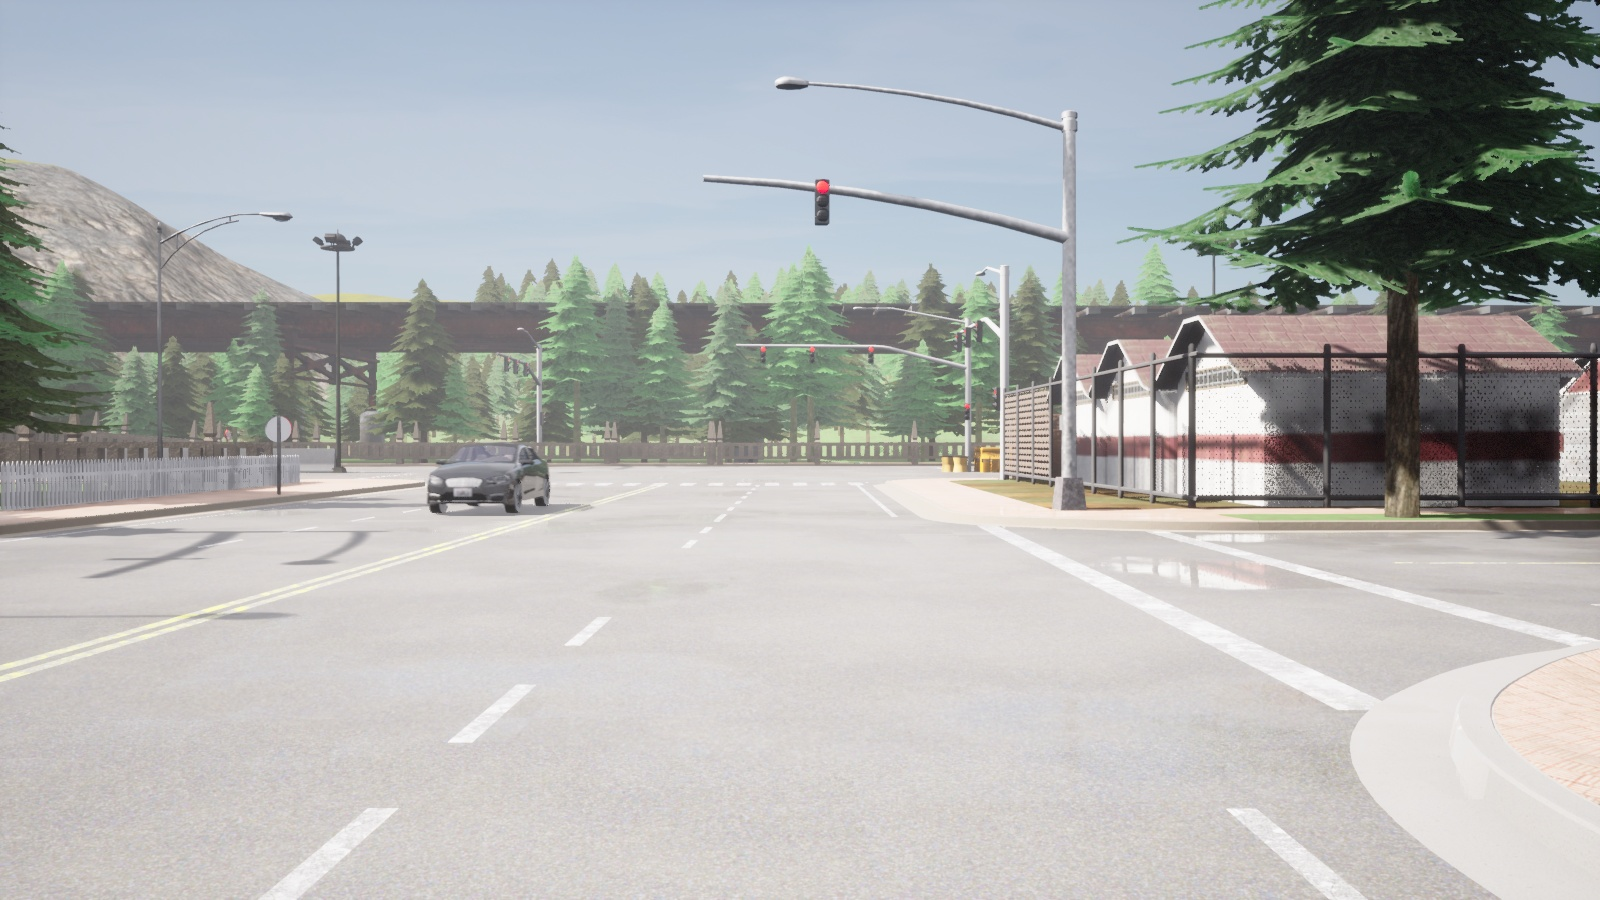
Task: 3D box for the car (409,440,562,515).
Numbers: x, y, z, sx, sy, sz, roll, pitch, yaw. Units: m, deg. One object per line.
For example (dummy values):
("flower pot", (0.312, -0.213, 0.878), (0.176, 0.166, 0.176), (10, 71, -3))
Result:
("car", (-6.822, 0.540, 27.825), (2.128, 1.511, 4.902), (0, 0, 0))
